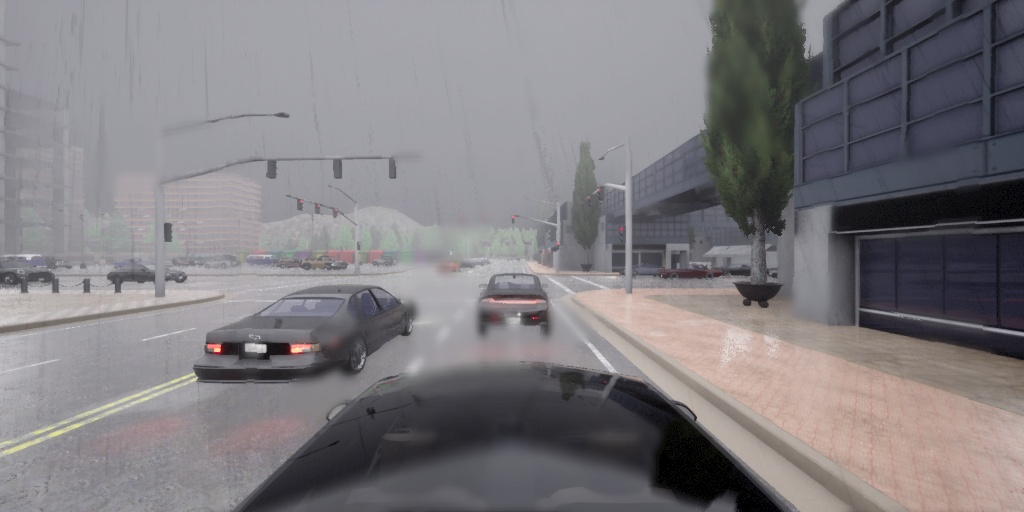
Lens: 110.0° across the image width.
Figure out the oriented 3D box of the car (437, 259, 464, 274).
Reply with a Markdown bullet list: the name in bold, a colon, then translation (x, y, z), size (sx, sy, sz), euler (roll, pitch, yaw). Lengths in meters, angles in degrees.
- **car**: translation (-7.176, 1.102, 40.988), size (2.097, 1.767, 4.553), euler (0, 0, 0)

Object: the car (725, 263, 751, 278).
- **car**: translation (21.142, 1.350, 33.569), size (4.718, 1.301, 1.895), euler (0, 0, 0)

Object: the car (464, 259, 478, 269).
- **car**: translation (-7.031, 1.350, 56.386), size (1.895, 1.301, 4.718), euler (0, 0, 2)

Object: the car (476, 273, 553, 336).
- **car**: translation (0.068, 1.242, 10.382), size (2.128, 1.511, 4.902), euler (0, 0, 0)

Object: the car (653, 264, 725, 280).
- **car**: translation (14.765, 1.351, 30.093), size (4.718, 1.301, 1.895), euler (0, 0, 0)

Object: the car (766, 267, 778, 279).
- **car**: translation (24.185, 1.242, 30.055), size (4.902, 1.511, 2.128), euler (0, 0, 0)

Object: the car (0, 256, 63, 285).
- **car**: translation (-35.852, 1.102, 25.599), size (4.553, 1.767, 2.097), euler (0, 0, 0)

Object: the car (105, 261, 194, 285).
- **car**: translation (-26.030, 1.276, 25.626), size (4.674, 1.442, 1.812), euler (0, 0, 0)

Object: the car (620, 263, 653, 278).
- **car**: translation (12.276, 1.314, 33.602), size (4.181, 1.385, 1.994), euler (0, 0, 0)

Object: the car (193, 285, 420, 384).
- **car**: translation (-3.437, 1.297, 7.352), size (2.033, 1.411, 5.357), euler (0, 0, 0)
